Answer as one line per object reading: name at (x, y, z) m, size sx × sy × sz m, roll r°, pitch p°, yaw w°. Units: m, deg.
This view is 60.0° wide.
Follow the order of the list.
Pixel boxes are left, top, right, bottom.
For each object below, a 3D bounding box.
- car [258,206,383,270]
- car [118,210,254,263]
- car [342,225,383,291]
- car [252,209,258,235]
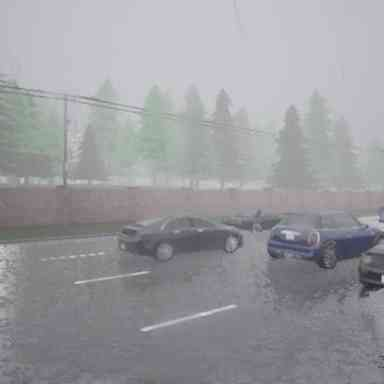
car at (4.738, 1.407, 11.427) m, size 4.553 × 1.767 × 2.097 m, roll 0°, pitch 0°, yaw -36°
car at (-0.249, 1.541, 12.168) m, size 4.892 × 1.490 × 1.837 m, roll 0°, pitch 0°, yaw -36°
car at (5.735, 1.574, 7.856) m, size 4.674 × 1.442 × 1.812 m, roll 0°, pitch 0°, yaw -36°
car at (4.098, 1.679, 19.568) m, size 4.718 × 1.301 × 1.895 m, roll 0°, pitch 0°, yaw -36°
